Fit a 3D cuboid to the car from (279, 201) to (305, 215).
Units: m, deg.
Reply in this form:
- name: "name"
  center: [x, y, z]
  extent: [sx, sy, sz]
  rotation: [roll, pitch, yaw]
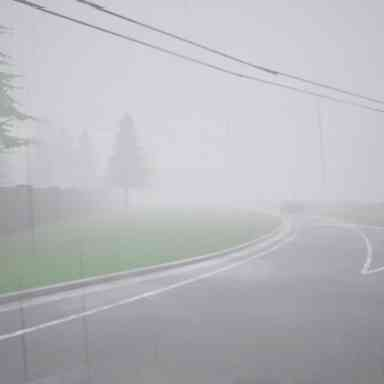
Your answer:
- name: "car"
  center: [11.281, 1.800, 37.749]
  extent: [1.837, 1.490, 4.892]
  rotation: [1, 0, 0]
